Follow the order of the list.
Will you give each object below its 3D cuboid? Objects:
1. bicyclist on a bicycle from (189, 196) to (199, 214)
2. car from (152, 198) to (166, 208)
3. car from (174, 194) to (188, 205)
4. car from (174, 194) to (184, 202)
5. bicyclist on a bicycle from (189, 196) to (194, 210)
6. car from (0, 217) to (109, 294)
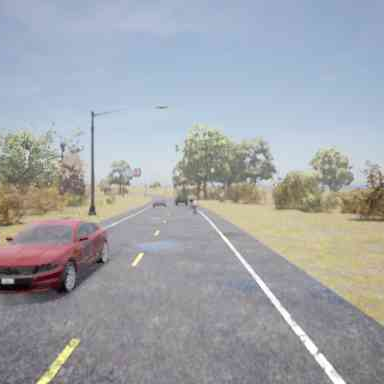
[{"bbox_3d":[0.325,1.489,34.480,0.866,1.612,1.509,0,0,-2],"label":"bicyclist on a bicycle"},{"bbox_3d":[-4.931,1.639,50.674,1.994,1.385,4.181,0,0,-3],"label":"car"},{"bbox_3d":[-1.800,1.301,58.940,2.150,2.045,5.566,0,0,-3],"label":"car"},{"bbox_3d":[-3.013,1.440,76.346,2.097,1.767,4.553,0,0,-5],"label":"car"},{"bbox_3d":[-0.079,1.434,44.256,0.659,1.776,1.843,0,0,-3],"label":"bicyclist on a bicycle"},{"bbox_3d":[-3.664,1.496,9.072,1.882,1.535,5.008,0,0,-1],"label":"car"}]
